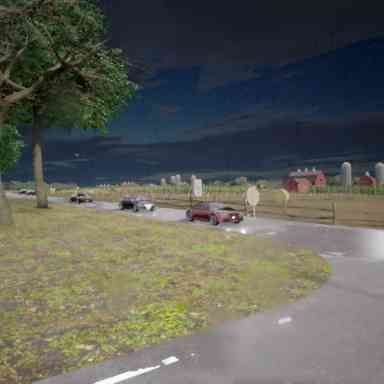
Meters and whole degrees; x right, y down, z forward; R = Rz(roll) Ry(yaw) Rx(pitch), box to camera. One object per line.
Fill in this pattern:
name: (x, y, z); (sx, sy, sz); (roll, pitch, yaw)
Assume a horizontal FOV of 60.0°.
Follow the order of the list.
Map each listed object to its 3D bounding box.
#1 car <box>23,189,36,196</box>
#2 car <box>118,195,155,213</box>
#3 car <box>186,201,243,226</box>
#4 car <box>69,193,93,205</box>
car: (-40.947, 0.221, 84.702); (1.882, 1.535, 5.008); (-1, 1, -36)
car: (-5.157, 1.055, 30.601); (2.128, 1.511, 4.902); (-1, 2, -36)
car: (1.382, 1.306, 21.623); (1.994, 1.385, 4.181); (-1, 2, -34)
car: (-14.588, 0.815, 43.635); (1.882, 1.535, 5.008); (-1, 1, -36)
